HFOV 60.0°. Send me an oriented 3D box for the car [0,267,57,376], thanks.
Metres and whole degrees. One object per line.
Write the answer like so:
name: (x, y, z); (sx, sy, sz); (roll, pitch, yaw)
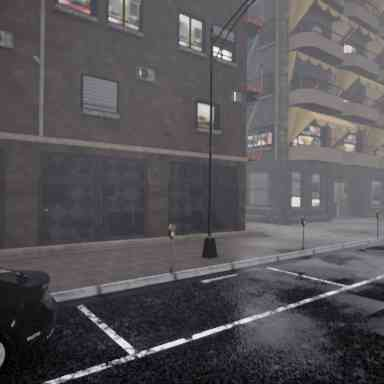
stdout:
car: (-3.889, 1.551, 3.730); (4.403, 1.369, 2.008); (0, 1, -36)
